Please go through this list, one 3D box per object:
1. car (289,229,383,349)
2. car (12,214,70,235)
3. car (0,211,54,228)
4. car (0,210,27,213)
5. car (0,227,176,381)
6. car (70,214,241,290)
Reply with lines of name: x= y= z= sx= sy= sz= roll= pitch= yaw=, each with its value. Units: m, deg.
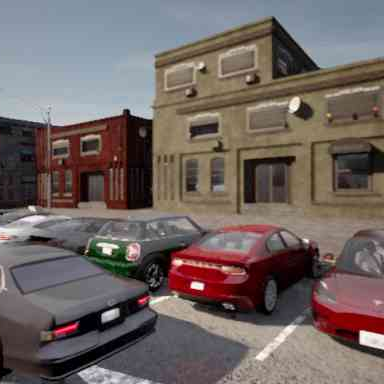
car: x=3.754 y=1.512 z=6.242 sx=2.163 sy=1.488 sz=4.792 roll=0 pitch=0 yaw=36
car: x=-2.944 y=1.562 z=11.092 sx=2.163 sy=1.488 sz=4.792 roll=-1 pitch=0 yaw=36
car: x=-5.237 y=1.592 z=12.689 sx=2.002 sy=1.452 sz=4.674 roll=0 pitch=0 yaw=36
car: x=-7.468 y=1.601 z=14.247 sx=2.163 sy=1.488 sz=4.792 roll=-1 pitch=0 yaw=36
car: x=-3.045 y=1.580 z=5.550 sx=5.357 sy=1.411 sz=2.033 roll=0 pitch=0 yaw=36
car: x=-0.736 y=1.389 z=9.442 sx=2.185 sy=1.767 sz=4.553 roll=0 pitch=0 yaw=36
